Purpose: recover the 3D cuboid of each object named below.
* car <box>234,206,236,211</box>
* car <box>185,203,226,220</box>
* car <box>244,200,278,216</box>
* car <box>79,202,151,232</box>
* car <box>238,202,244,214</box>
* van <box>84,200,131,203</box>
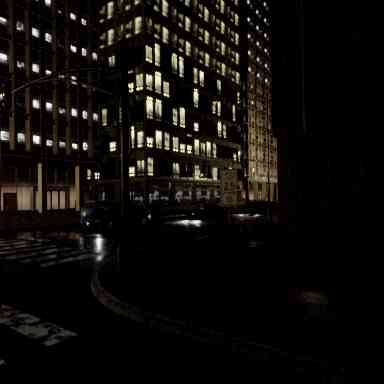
[{"bbox_3d":[6.891,1.689,41.374,1.752,1.417,4.829,-2,-1,36],"label":"car"},{"bbox_3d":[1.236,1.649,29.051,1.994,1.385,4.181,-1,-1,36],"label":"car"},{"bbox_3d":[7.195,1.511,31.871,1.882,1.535,5.008,-1,-1,36],"label":"car"},{"bbox_3d":[-4.623,1.571,20.946,1.837,1.490,4.892,-1,-1,33],"label":"car"},{"bbox_3d":[7.132,1.631,37.240,1.812,1.442,4.674,-1,-1,36],"label":"car"},{"bbox_3d":[-5.966,1.460,23.481,1.690,1.788,3.998,-2,-1,36],"label":"van"}]
